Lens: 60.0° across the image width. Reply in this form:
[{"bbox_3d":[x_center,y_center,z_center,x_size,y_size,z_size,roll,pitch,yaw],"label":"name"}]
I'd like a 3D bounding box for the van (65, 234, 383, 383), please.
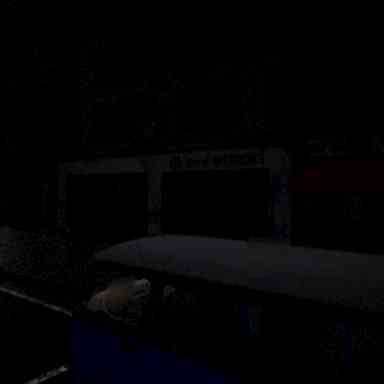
[{"bbox_3d":[0.697,1.337,2.580,3.998,1.788,1.690,0,0,36],"label":"van"}]
